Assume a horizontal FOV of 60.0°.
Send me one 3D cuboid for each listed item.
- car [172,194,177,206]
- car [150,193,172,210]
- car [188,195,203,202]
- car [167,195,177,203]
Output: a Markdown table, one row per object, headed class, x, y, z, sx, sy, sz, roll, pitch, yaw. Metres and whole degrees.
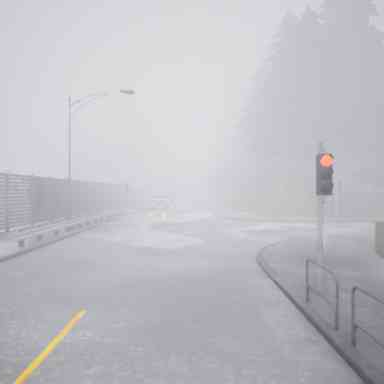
| class | x | y | z | sx | sy | sz | roll | pitch | yaw |
| --- | --- | --- | --- | --- | --- | --- | --- | --- | --- |
| car | -4.155 | 1.166 | 55.232 | 2.150 | 2.045 | 5.566 | 0 | 0 | 0 |
| car | -4.158 | 1.179 | 43.314 | 2.150 | 2.045 | 5.566 | 0 | 0 | 0 |
| car | 0.735 | 1.454 | 72.292 | 1.812 | 1.442 | 4.674 | 0 | 0 | 26 |
| car | -4.103 | 1.411 | 69.062 | 1.882 | 1.535 | 5.008 | 0 | 0 | 0 |
